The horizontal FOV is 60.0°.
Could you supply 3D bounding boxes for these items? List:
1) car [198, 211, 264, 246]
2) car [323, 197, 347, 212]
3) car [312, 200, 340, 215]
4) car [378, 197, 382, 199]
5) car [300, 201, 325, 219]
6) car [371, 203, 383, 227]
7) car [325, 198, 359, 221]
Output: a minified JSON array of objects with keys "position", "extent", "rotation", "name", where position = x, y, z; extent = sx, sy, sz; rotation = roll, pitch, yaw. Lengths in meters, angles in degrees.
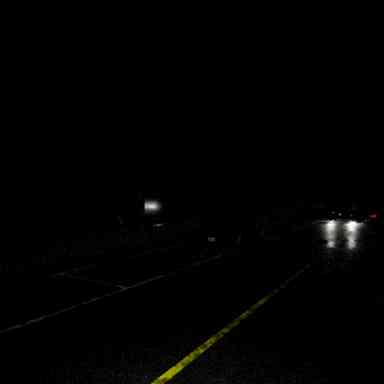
[{"position":[1.965,1.566,15.436],"extent":[1.947,1.339,4.313],"rotation":[0,0,32],"name":"car"},{"position":[16.735,1.440,38.781],"extent":[1.967,1.590,4.097],"rotation":[0,0,32],"name":"car"},{"position":[13.781,1.566,34.112],"extent":[1.947,1.339,4.313],"rotation":[0,0,32],"name":"car"},{"position":[20.105,1.526,33.506],"extent":[1.812,1.442,4.674],"rotation":[0,0,32],"name":"car"},{"position":[10.827,1.582,29.443],"extent":[1.802,1.307,4.206],"rotation":[0,0,32],"name":"car"},{"position":[13.037,1.548,22.150],"extent":[2.033,1.411,5.357],"rotation":[0,0,32],"name":"car"},{"position":[12.603,1.505,27.434],"extent":[1.837,1.490,4.892],"rotation":[0,0,32],"name":"car"}]
